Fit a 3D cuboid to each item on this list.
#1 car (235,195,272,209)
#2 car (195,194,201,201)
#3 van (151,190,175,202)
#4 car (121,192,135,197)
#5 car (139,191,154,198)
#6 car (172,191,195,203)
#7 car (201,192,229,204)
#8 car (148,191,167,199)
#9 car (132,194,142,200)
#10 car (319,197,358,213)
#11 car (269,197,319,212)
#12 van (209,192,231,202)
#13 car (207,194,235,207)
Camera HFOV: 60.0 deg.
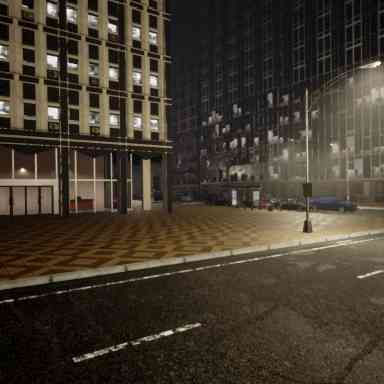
[{"bbox_3d":[7.560,1.386,39.994,1.802,1.307,4.206,-1,1,-35],"label":"car"},{"bbox_3d":[1.659,1.041,63.530,1.802,1.307,4.206,-1,1,-35],"label":"car"},{"bbox_3d":[-5.242,0.935,58.775,1.690,1.788,3.998,0,1,-35],"label":"van"},{"bbox_3d":[-17.685,0.686,91.613,2.008,1.369,4.403,0,1,-35],"label":"car"},{"bbox_3d":[-11.237,0.684,82.251,1.967,1.590,4.097,0,1,-35],"label":"car"},{"bbox_3d":[-1.934,1.096,58.620,1.812,1.442,4.674,-1,1,-34],"label":"car"},{"bbox_3d":[3.867,1.018,50.115,2.097,1.767,4.553,-1,1,-34],"label":"car"},{"bbox_3d":[-8.013,0.613,77.569,2.192,1.841,5.009,0,1,-35],"label":"car"},{"bbox_3d":[-11.691,1.037,68.139,2.008,1.369,4.403,0,1,-35],"label":"car"},{"bbox_3d":[14.566,1.315,34.568,1.882,1.535,5.008,-1,1,-35],"label":"car"},{"bbox_3d":[10.770,1.422,35.301,1.947,1.339,4.313,-1,1,-35],"label":"car"},{"bbox_3d":[4.883,0.853,58.846,1.690,1.788,3.998,-1,1,-35],"label":"van"},{"bbox_3d":[4.384,1.318,44.707,1.947,1.339,4.313,-1,1,-35],"label":"car"}]
